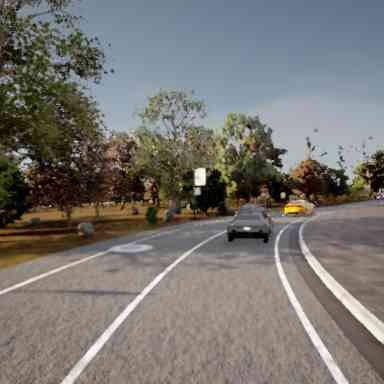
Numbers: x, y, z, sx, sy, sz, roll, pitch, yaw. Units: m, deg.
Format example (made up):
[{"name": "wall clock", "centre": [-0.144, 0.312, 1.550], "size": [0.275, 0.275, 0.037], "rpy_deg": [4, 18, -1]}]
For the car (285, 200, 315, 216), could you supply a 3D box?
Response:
[{"name": "car", "centre": [10.715, 1.531, 32.885], "size": [1.882, 1.535, 5.008], "rpy_deg": [-4, -2, 34]}]

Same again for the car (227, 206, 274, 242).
[{"name": "car", "centre": [3.033, 1.616, 16.842], "size": [1.994, 1.385, 4.181], "rpy_deg": [-1, -1, 16]}]

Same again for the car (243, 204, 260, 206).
[{"name": "car", "centre": [5.439, 1.775, 30.887], "size": [1.994, 1.385, 4.181], "rpy_deg": [-3, -2, 30]}]

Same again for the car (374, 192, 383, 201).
[{"name": "car", "centre": [34.890, 0.773, 60.396], "size": [4.902, 1.511, 2.128], "rpy_deg": [-3, -2, -38]}]
